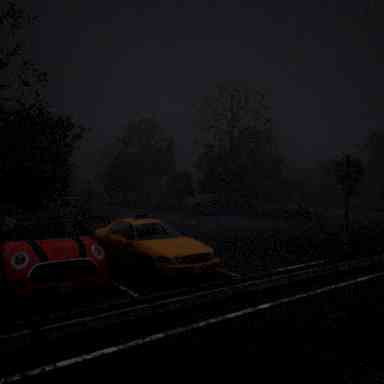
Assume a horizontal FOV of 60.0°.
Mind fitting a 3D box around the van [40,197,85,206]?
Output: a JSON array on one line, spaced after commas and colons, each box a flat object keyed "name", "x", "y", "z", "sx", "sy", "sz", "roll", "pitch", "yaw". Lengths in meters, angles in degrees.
[{"name": "van", "x": -8.065, "y": 1.265, "z": 20.485, "sx": 1.878, "sy": 1.987, "sz": 4.442, "roll": 0, "pitch": 0, "yaw": -36}]

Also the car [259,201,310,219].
[{"name": "car", "x": 8.743, "y": 1.844, "z": 32.721, "sx": 2.002, "sy": 1.452, "sz": 4.674, "roll": 2, "pitch": -1, "yaw": -36}]

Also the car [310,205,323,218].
[{"name": "car", "x": 11.290, "y": 1.747, "z": 34.615, "sx": 2.185, "sy": 1.767, "sz": 4.553, "roll": 1, "pitch": -1, "yaw": -36}]

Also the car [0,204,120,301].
[{"name": "car", "x": -3.864, "y": 1.347, "z": 8.569, "sx": 2.185, "sy": 1.767, "sz": 4.553, "roll": 0, "pitch": 0, "yaw": -36}]

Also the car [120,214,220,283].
[{"name": "car", "x": -1.372, "y": 1.484, "z": 10.101, "sx": 1.946, "sy": 1.575, "sz": 5.366, "roll": 0, "pitch": 0, "yaw": -36}]

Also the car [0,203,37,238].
[{"name": "car", "x": -10.508, "y": 1.475, "z": 19.094, "sx": 1.946, "sy": 1.575, "sz": 5.366, "roll": 0, "pitch": 0, "yaw": -36}]
